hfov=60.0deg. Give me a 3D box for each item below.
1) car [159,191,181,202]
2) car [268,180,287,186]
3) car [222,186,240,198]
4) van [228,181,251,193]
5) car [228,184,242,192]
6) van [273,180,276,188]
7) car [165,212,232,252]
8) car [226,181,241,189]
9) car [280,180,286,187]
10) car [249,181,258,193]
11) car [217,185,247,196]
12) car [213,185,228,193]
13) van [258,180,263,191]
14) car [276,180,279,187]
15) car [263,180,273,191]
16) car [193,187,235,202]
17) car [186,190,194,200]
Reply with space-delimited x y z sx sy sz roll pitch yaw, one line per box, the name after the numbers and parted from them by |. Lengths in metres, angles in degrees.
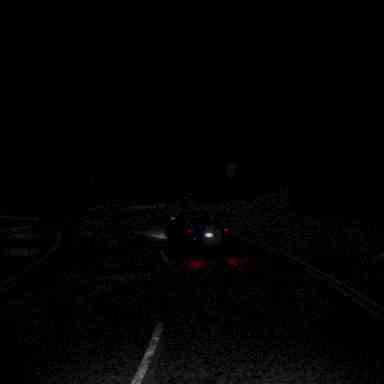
-3.403 0.653 52.201 2.128 1.511 4.902 -2 3 25 | car
23.368 -2.444 90.985 4.892 1.521 2.231 -2 3 5 | car
4.375 0.377 49.515 4.674 1.452 2.002 -2 3 5 | car
7.014 -0.264 55.022 4.442 1.987 1.878 -2 2 5 | van
9.415 -0.850 72.501 1.994 1.385 4.181 -2 3 25 | car
15.887 -1.565 74.367 4.442 1.987 1.878 -2 2 5 | van
0.142 1.494 13.733 1.994 1.385 4.181 0 0 -13 | car
10.293 -1.667 82.231 2.097 1.767 4.553 -2 3 25 | car
20.886 -2.049 85.442 4.792 1.488 2.163 -2 2 5 | car
8.136 -0.470 57.788 5.566 2.045 2.435 -2 3 5 | car
5.454 0.155 52.291 5.366 1.575 1.946 -2 3 5 | car
6.292 -0.723 73.484 1.994 1.385 4.181 -2 3 25 | car
10.584 -0.812 63.324 4.442 1.987 1.878 -2 3 5 | van
17.013 -1.645 77.146 4.553 1.767 2.185 -2 2 5 | car
13.263 -1.215 68.846 5.566 2.045 2.435 -2 2 5 | car
3.097 0.524 46.757 4.892 1.521 2.231 -2 2 5 | car
0.722 0.368 53.278 1.882 1.535 5.008 -2 3 25 | car
